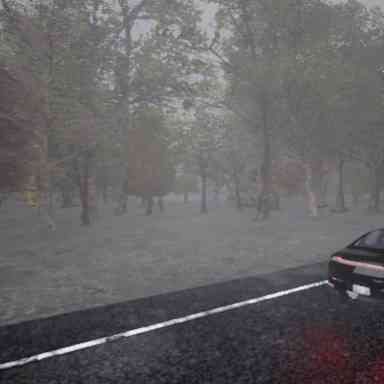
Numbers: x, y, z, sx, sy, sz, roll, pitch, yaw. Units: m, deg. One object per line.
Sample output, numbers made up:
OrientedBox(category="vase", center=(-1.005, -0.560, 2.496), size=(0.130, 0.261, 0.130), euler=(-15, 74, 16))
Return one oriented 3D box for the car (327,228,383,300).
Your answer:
OrientedBox(category="car", center=(4.971, 1.530, 7.297), size=(4.902, 1.511, 2.128), euler=(0, 0, -36))
